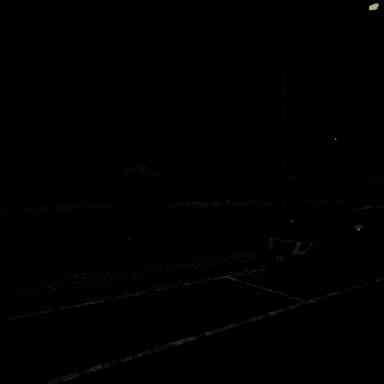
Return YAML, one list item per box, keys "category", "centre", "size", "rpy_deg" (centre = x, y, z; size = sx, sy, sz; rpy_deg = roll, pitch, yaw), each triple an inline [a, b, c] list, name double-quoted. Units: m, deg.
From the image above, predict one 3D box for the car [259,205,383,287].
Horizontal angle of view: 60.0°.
- category: "car"
  centre: [4.189, 1.313, 9.519]
  size: [5.009, 1.841, 2.192]
  rpy_deg: [0, 0, -35]
